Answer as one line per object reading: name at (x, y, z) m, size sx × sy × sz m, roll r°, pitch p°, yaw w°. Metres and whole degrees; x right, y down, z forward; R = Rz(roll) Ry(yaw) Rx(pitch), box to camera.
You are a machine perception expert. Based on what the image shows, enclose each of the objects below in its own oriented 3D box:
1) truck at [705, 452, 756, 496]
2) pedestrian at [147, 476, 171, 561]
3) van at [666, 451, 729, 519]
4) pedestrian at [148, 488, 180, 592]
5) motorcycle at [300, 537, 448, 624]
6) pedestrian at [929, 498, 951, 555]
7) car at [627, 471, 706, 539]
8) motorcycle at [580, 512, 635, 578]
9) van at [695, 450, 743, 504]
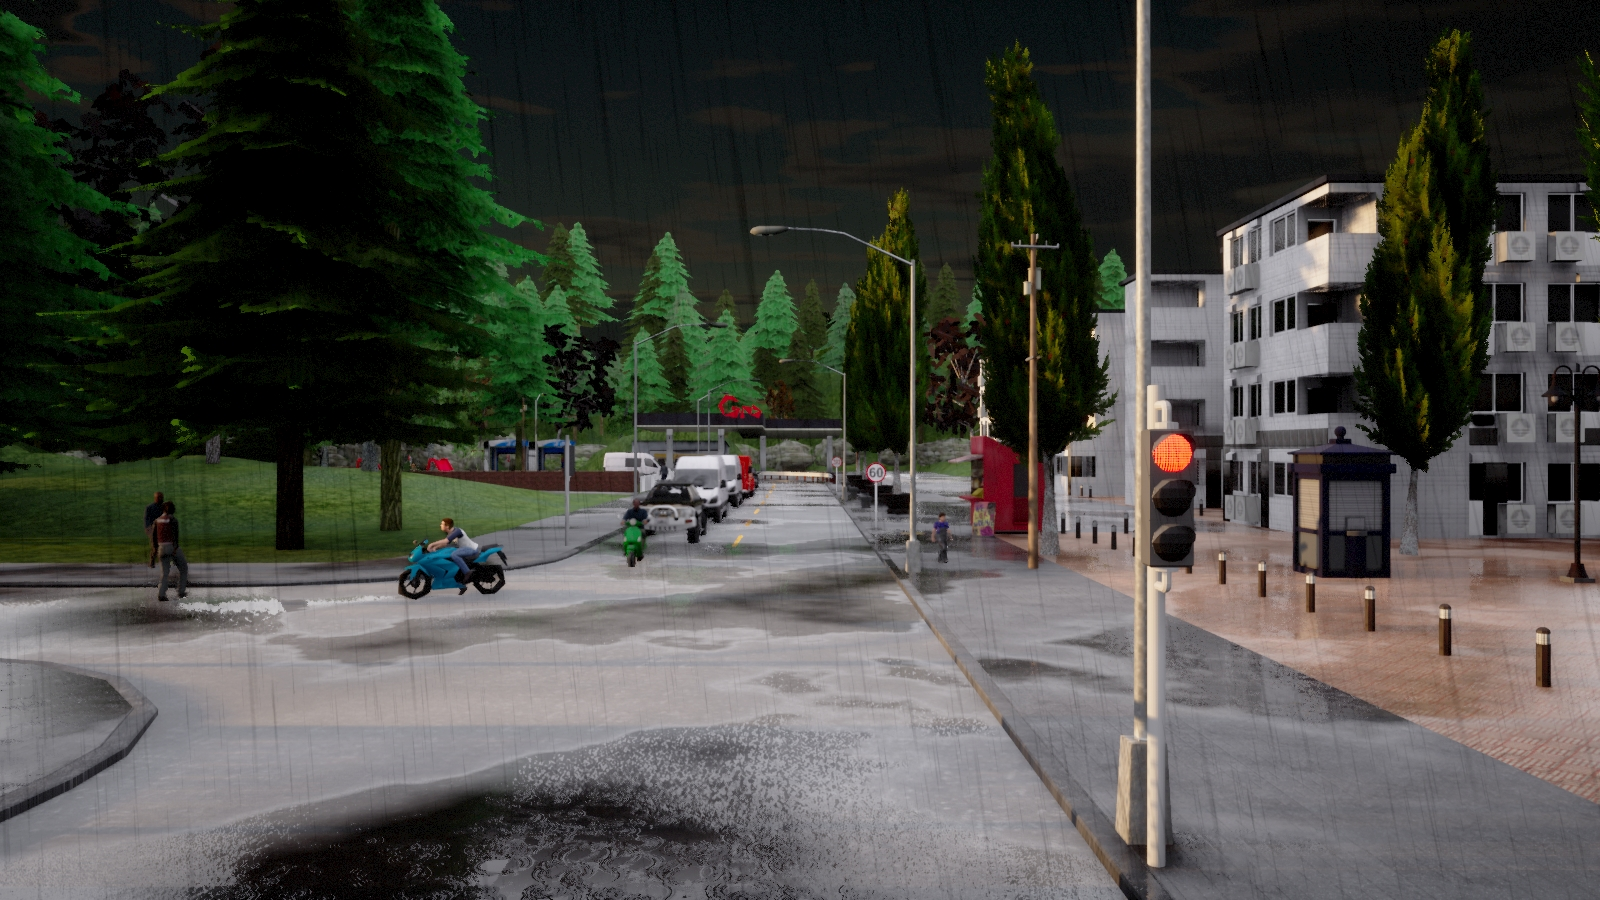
truck at (-3.991, 1.336, 66.676) m, size 2.627 × 2.467 × 5.204 m, roll 0°, pitch 0°, yaw 0°
pedestrian at (-14.279, 1.520, 25.459) m, size 0.375 × 1.860 × 0.375 m, roll 0°, pitch 0°, yaw 43°
van at (-4.012, 1.307, 45.605) m, size 1.988 × 2.561 × 5.915 m, roll 0°, pitch 0°, yaw 0°
pedestrian at (-11.530, 1.625, 20.723) m, size 0.375 × 1.860 × 0.375 m, roll 0°, pitch 0°, yaw 2°
motorcycle at (-6.593, 1.990, 17.706) m, size 2.033 × 1.145 × 0.803 m, roll 0°, pitch 0°, yaw -30°
pedestrian at (3.296, 1.800, 26.912) m, size 0.375 × 1.300 × 0.375 m, roll 0°, pitch 0°, yaw -22°
car at (-4.061, 1.636, 35.488) m, size 1.932 × 1.855 × 4.605 m, roll 0°, pitch 0°, yaw 0°
motorcycle at (-3.993, 1.958, 23.835) m, size 0.856 × 1.236 × 1.805 m, roll 0°, pitch 0°, yaw 0°
van at (-4.001, 1.305, 57.144) m, size 1.988 × 2.561 × 5.915 m, roll 0°, pitch 0°, yaw 0°
